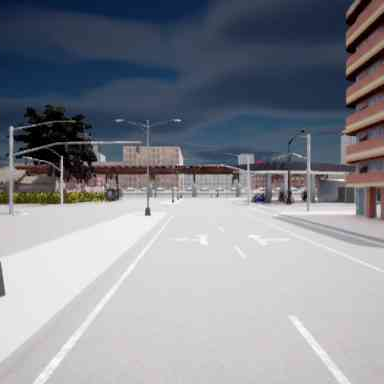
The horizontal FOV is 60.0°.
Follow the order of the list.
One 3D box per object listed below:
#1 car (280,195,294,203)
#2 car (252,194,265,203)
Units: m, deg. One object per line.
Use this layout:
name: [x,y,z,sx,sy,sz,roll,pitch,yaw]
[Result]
car: [18.955,1.423,66.403,1.970,1.475,3.806,0,0,0]
car: [13.210,1.261,65.641,2.242,1.667,4.611,0,0,0]
